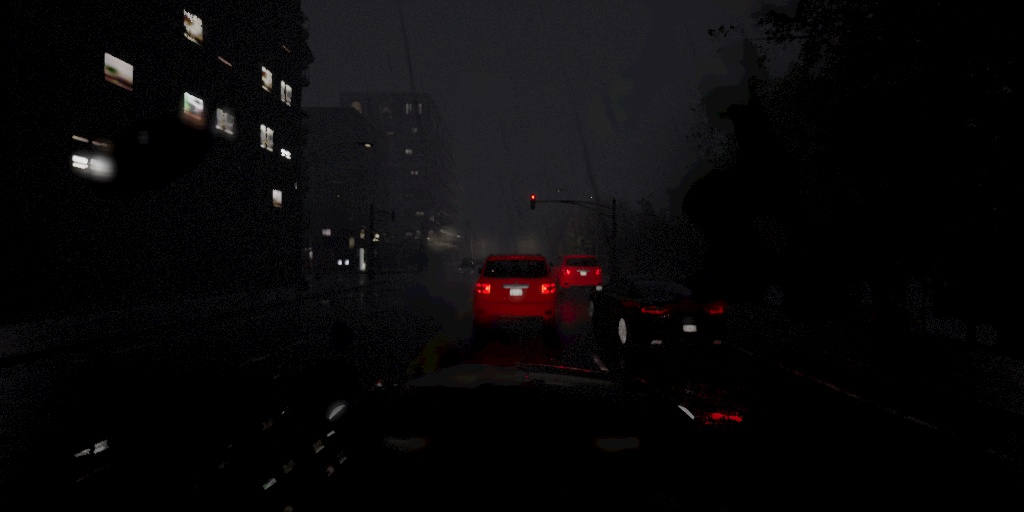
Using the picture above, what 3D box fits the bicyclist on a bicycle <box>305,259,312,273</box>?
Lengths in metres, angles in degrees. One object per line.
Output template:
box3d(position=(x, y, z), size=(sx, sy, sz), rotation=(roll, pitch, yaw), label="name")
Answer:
box3d(position=(-24.937, 1.234, 43.779), size=(0.582, 1.620, 1.656), rotation=(-1, 1, -1), label="bicyclist on a bicycle")

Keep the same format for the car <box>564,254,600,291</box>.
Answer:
box3d(position=(3.331, 0.929, 19.731), size=(2.150, 2.045, 5.566), rotation=(0, 0, -1), label="car")

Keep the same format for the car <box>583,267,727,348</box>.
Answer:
box3d(position=(3.338, 1.209, 9.215), size=(1.882, 1.535, 5.008), rotation=(0, 0, 0), label="car")

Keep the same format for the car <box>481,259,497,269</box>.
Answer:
box3d(position=(-3.416, 1.184, 54.329), size=(2.033, 1.411, 5.357), rotation=(0, 0, 0), label="car")

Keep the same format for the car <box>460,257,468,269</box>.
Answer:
box3d(position=(-6.663, 0.989, 54.510), size=(2.097, 1.767, 4.553), rotation=(0, 0, 0), label="car")

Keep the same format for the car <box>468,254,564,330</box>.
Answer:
box3d(position=(0.088, 0.948, 11.191), size=(2.150, 2.045, 5.566), rotation=(0, 0, 0), label="car")
